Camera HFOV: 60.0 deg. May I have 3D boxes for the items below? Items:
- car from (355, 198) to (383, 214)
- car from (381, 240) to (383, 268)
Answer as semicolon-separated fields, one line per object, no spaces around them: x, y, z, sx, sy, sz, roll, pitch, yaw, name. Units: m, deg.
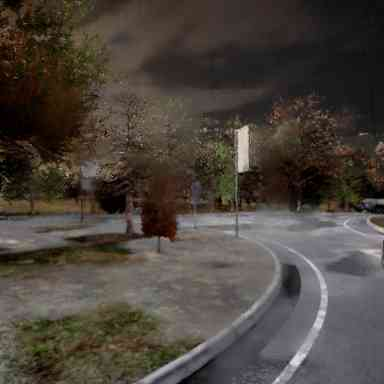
23.603;1.772;43.507;5.566;2.045;2.150;4;-3;-38;car
5.716;1.572;7.469;1.895;1.301;4.718;0;0;20;car
